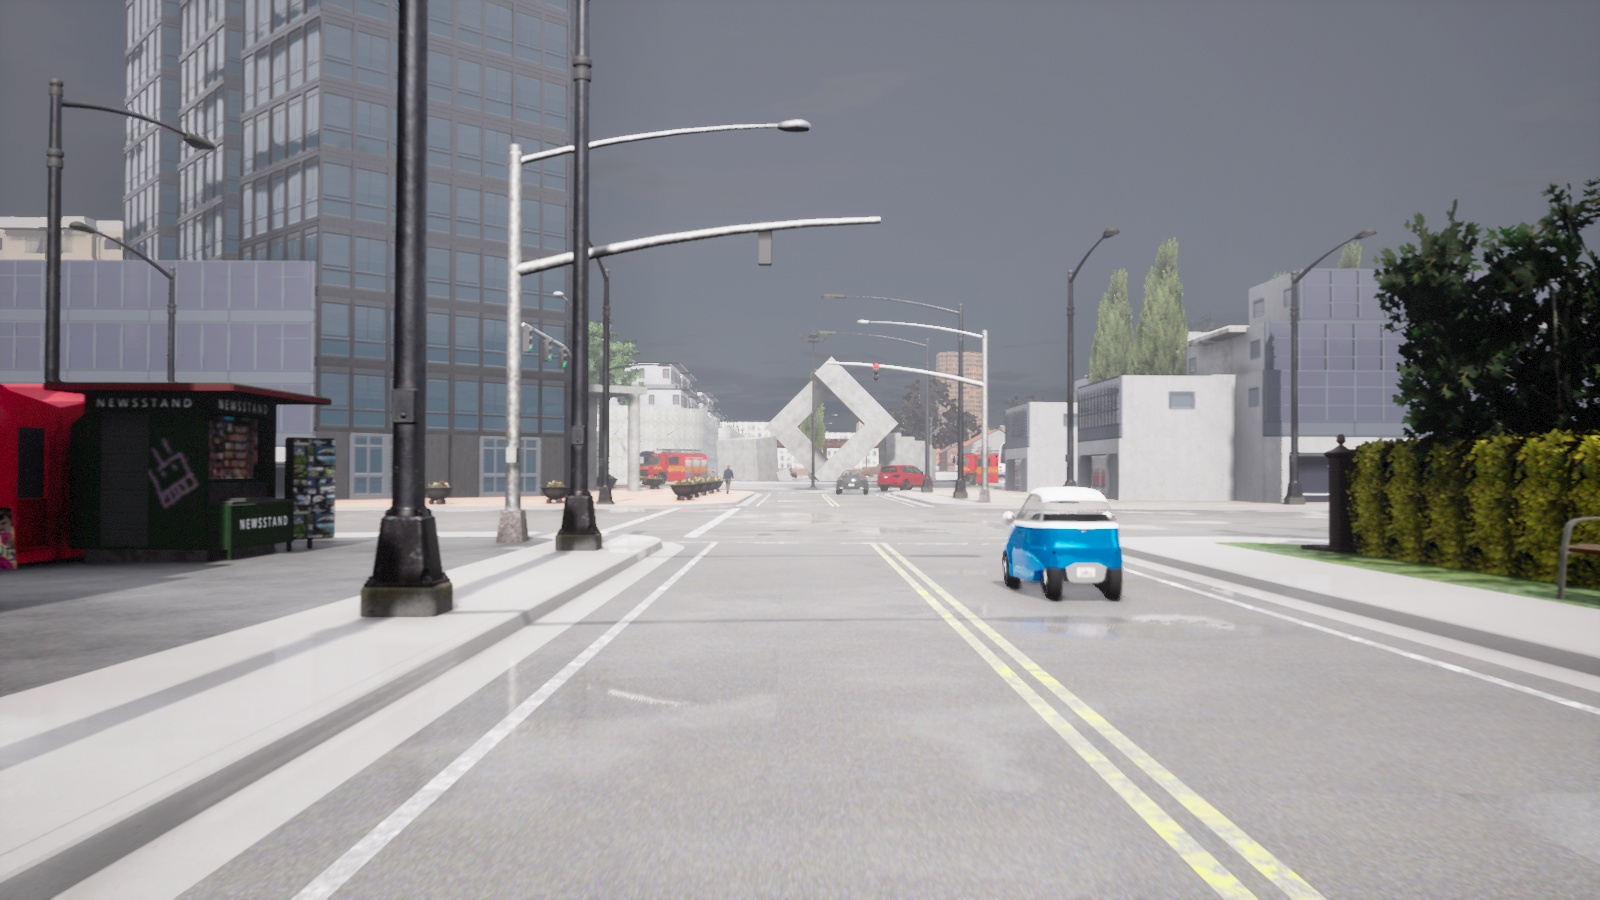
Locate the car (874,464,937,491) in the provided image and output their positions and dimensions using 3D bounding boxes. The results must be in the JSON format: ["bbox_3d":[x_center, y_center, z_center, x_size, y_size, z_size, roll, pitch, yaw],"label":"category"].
[{"bbox_3d":[8.298,2.142,98.048,2.150,2.045,5.566,-1,-1,39],"label":"car"}]

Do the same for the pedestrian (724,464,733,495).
[{"bbox_3d":[-4.306,1.766,75.791,0.402,1.842,0.726,0,-1,5],"label":"pedestrian"}]

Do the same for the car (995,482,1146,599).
[{"bbox_3d":[3.460,1.130,16.393,1.481,1.376,2.207,0,-1,0],"label":"car"}]

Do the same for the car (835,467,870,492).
[{"bbox_3d":[3.632,2.018,85.976,2.152,1.651,5.027,0,-1,5],"label":"car"}]
